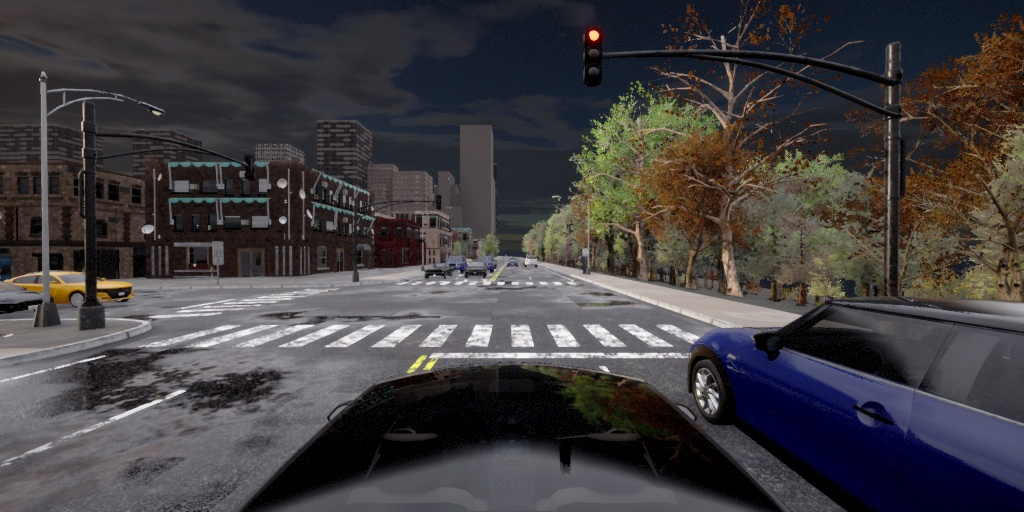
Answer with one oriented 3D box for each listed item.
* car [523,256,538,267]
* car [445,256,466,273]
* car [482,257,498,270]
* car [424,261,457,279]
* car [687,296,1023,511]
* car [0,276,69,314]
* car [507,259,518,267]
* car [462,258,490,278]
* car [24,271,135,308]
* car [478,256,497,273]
[{"bbox_3d":[3.358,0.948,63.696,2.150,2.045,5.566,0,0,0],"label":"car"},{"bbox_3d":[-6.579,0.957,42.530,2.150,2.045,5.566,0,0,0],"label":"car"},{"bbox_3d":[-3.327,1.083,54.306,2.097,1.767,4.553,0,0,0],"label":"car"},{"bbox_3d":[-6.598,1.341,32.772,1.895,1.301,4.718,0,0,0],"label":"car"},{"bbox_3d":[3.351,1.102,2.888,2.097,1.767,4.553,0,0,0],"label":"car"},{"bbox_3d":[-19.946,1.564,13.347,4.313,1.339,1.948,0,0,0],"label":"car"},{"bbox_3d":[0.105,1.252,64.545,1.812,1.442,4.674,0,0,0],"label":"car"},{"bbox_3d":[-3.344,1.217,34.003,1.882,1.535,5.008,0,0,-2],"label":"car"},{"bbox_3d":[-20.008,1.450,16.042,5.008,1.535,1.882,-1,1,-1],"label":"car"},{"bbox_3d":[-3.338,0.957,44.035,2.150,2.045,5.566,0,0,0],"label":"car"}]
